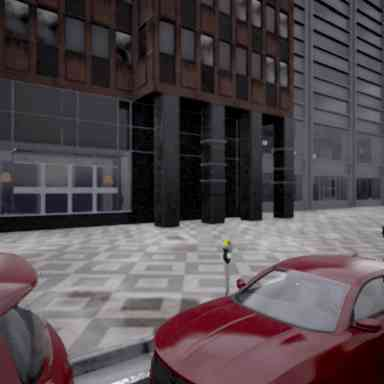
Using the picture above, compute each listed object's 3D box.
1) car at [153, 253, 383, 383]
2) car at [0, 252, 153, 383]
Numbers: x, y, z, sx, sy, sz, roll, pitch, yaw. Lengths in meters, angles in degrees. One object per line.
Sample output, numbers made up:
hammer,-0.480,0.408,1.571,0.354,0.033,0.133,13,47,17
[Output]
car,1.639,1.531,4.142,4.507,1.381,1.887,0,0,-35
car,-2.859,1.322,0.933,5.009,1.841,2.192,0,0,-35
